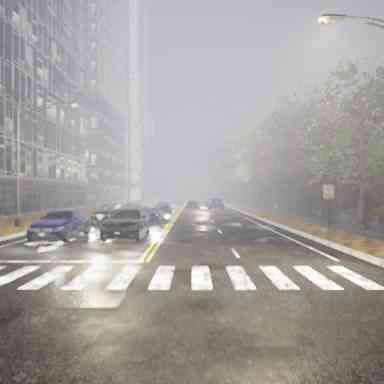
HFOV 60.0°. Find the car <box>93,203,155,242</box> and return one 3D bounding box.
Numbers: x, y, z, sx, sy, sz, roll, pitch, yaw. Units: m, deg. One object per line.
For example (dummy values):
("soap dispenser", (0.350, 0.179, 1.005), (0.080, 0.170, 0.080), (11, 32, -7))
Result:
("car", (-3.315, 1.569, 17.245), (1.882, 1.535, 5.008), (0, 0, 0))

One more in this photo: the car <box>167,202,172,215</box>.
("car", (-3.197, 1.750, 36.493), (1.994, 1.385, 4.181), (0, 0, 0))

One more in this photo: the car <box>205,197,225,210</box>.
("car", (3.319, 1.578, 46.219), (2.097, 1.767, 4.553), (0, 0, 0))

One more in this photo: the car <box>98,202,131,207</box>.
("car", (-6.522, 1.630, 26.221), (2.128, 1.511, 4.902), (0, 0, 0))

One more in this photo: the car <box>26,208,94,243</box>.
("car", (-6.562, 1.619, 16.955), (1.812, 1.442, 4.674), (0, 0, 1))

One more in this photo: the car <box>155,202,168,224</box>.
("car", (-3.269, 1.739, 26.588), (1.895, 1.301, 4.718), (0, 0, 1))

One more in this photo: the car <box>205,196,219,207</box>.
("car", (3.334, 1.622, 56.250), (2.097, 1.767, 4.553), (0, 0, 0))

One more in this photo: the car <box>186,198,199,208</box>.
("car", (0.084, 1.821, 56.283), (2.033, 1.411, 5.357), (0, 0, 0))

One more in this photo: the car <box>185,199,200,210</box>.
("car", (0.069, 1.793, 46.253), (1.994, 1.385, 4.181), (0, 0, 0))
